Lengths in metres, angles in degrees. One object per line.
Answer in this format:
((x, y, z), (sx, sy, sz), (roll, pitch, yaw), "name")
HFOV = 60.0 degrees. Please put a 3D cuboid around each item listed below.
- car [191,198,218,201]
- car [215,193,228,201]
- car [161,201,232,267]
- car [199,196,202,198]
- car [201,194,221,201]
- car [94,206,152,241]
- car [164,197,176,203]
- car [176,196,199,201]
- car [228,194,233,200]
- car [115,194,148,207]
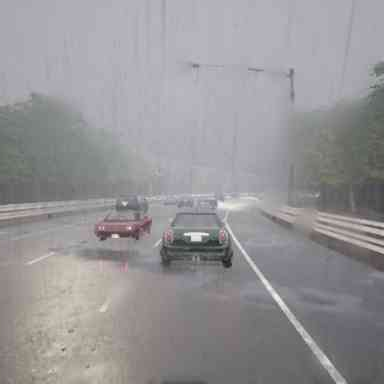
((1.247, 1.568, 32.414), (1.994, 1.385, 4.181), (0, 0, 4), "car")
((5.879, 1.190, 71.334), (2.150, 2.045, 5.566), (0, 0, 10), "car")
((0.187, 1.353, 11.661), (2.097, 1.767, 4.553), (0, 0, 2), "car")
((2.238, 1.513, 70.761), (1.994, 1.385, 4.181), (0, 0, 10), "car")
((2.906, 1.486, 49.912), (1.882, 1.535, 5.008), (0, 0, 6), "car")
((-3.191, 1.596, 16.540), (1.895, 1.301, 4.718), (0, 0, 3), "car")
((-3.414, 1.534, 56.512), (2.033, 1.411, 5.357), (1, 0, 8), "car")
((-0.648, 1.355, 48.900), (2.097, 1.767, 4.553), (0, 0, 6), "car")
((9.083, 1.524, 88.677), (1.895, 1.301, 4.718), (0, 0, 12), "car")
((-5.768, 1.211, 32.278), (2.150, 2.045, 5.566), (0, 0, 5), "car")
